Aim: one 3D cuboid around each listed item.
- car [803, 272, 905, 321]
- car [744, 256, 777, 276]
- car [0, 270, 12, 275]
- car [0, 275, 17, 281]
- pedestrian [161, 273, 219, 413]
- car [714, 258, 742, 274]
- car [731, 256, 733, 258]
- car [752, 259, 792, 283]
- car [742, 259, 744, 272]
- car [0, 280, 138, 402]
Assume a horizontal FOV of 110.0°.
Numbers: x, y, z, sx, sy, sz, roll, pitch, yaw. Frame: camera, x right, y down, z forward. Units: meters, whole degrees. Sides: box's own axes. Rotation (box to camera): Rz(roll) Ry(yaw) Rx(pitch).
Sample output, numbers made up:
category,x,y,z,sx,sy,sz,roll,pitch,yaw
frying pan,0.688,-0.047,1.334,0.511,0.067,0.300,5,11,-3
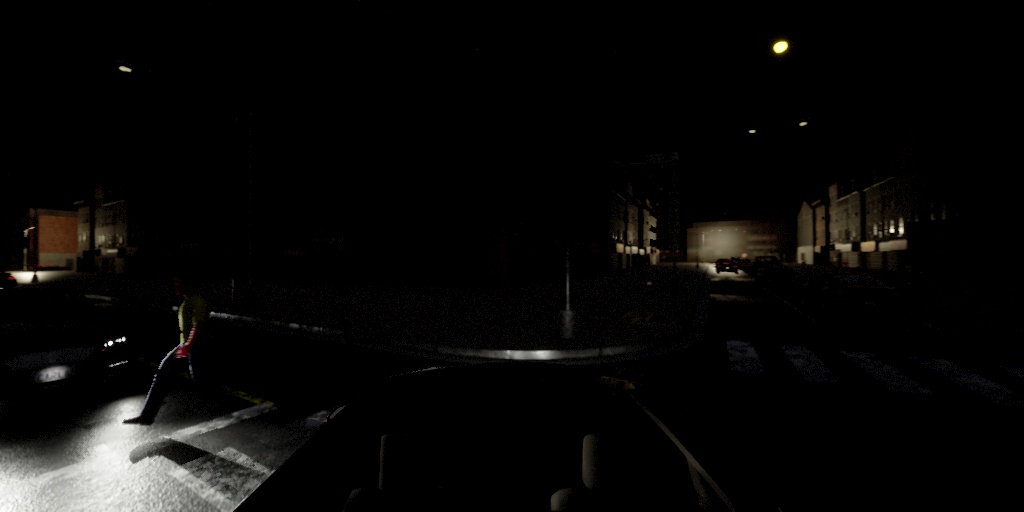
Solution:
category,x,y,z,sx,sy,sz,roll,pitch,yaw
car,11.223,1.207,12.082,1.888,1.381,4.507,0,0,29
car,21.820,0.927,31.074,2.192,1.841,5.009,0,0,29
car,-35.442,1.633,24.300,4.181,1.385,1.994,-1,-1,30
car,-16.692,1.413,10.604,5.357,1.411,2.033,0,-1,29
pedestrian,-3.978,1.062,4.432,0.375,1.860,0.375,-1,-1,29
car,22.868,1.187,38.181,1.994,1.385,4.181,-1,0,29
car,28.448,1.116,48.381,1.837,1.490,4.892,-1,0,29
car,19.171,1.167,26.326,1.888,1.381,4.507,0,0,29
car,24.469,1.185,35.823,1.802,1.307,4.207,0,0,29
car,-8.095,1.285,5.847,4.902,1.511,2.128,0,-1,29
